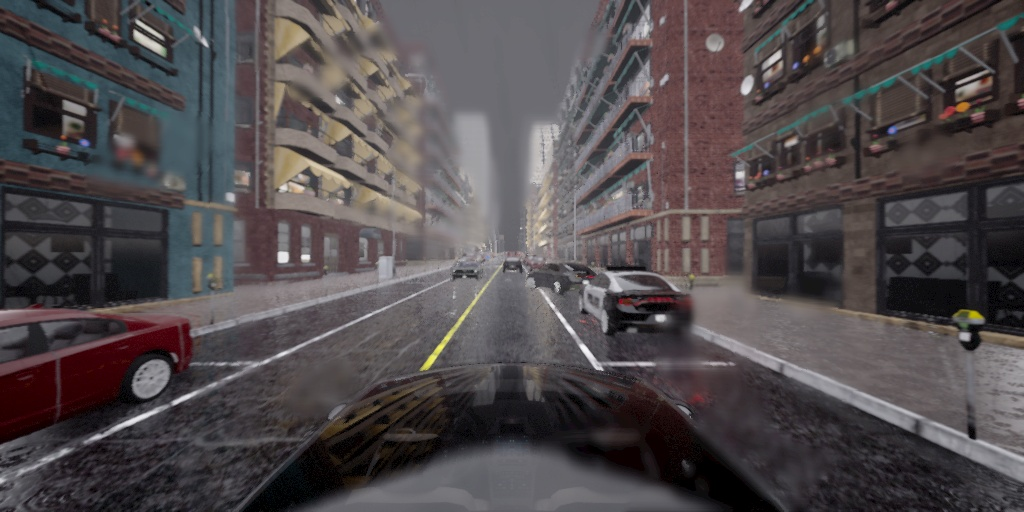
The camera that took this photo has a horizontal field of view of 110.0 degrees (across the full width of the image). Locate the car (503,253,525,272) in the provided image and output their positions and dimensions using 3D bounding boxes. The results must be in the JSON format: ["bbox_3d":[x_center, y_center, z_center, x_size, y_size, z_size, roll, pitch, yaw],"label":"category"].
[{"bbox_3d":[0.067,0.771,36.329,1.882,1.535,5.008,0,1,0],"label":"car"}]

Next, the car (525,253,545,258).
[{"bbox_3d":[2.685,0.727,36.840,1.967,1.591,4.097,0,0,0],"label":"car"}]

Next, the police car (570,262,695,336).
[{"bbox_3d":[3.131,1.065,10.108,1.930,1.638,5.238,0,1,0],"label":"police car"}]

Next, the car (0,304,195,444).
[{"bbox_3d":[-5.691,1.271,3.545,1.888,1.381,4.507,0,0,0],"label":"car"}]

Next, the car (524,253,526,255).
[{"bbox_3d":[2.683,0.684,47.921,1.888,1.381,4.507,0,0,0],"label":"car"}]

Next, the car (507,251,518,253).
[{"bbox_3d":[0.086,0.227,57.879,2.150,2.045,5.566,0,1,0],"label":"car"}]

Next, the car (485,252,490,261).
[{"bbox_3d":[-5.701,0.230,64.486,2.192,1.841,5.009,0,0,0],"label":"car"}]

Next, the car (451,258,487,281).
[{"bbox_3d":[-3.098,1.035,25.686,1.895,1.301,4.718,0,1,0],"label":"car"}]

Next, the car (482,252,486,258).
[{"bbox_3d":[-5.701,0.515,58.777,1.751,1.417,4.829,0,0,0],"label":"car"}]

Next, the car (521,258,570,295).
[{"bbox_3d":[2.407,1.041,18.114,1.837,1.490,4.892,0,1,-21],"label":"car"}]

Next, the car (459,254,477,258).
[{"bbox_3d":[-5.698,0.764,42.326,2.007,1.370,4.403,0,0,0],"label":"car"}]

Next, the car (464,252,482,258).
[{"bbox_3d":[-5.699,0.454,47.866,2.192,1.841,5.009,0,0,0],"label":"car"}]
